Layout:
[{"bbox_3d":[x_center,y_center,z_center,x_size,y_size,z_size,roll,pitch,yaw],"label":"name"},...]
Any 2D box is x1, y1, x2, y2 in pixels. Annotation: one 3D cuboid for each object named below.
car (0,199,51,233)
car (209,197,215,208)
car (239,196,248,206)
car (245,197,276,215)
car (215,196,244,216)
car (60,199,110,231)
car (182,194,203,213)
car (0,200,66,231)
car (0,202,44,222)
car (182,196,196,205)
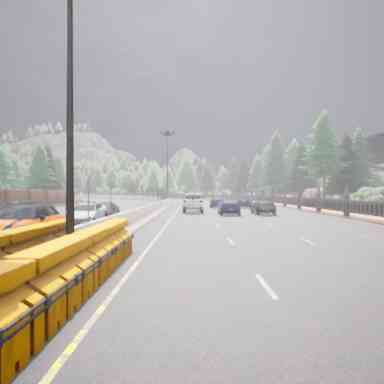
[{"bbox_3d":[-10.577,1.341,20.146,2.097,1.767,4.553,0,0,0],"label":"car"},{"bbox_3d":[3.523,1.454,47.485,1.882,1.535,5.008,0,0,0],"label":"car"},{"bbox_3d":[7.015,1.329,46.951,2.097,1.767,4.553,0,0,0],"label":"car"},{"bbox_3d":[7.055,1.475,33.262,2.128,1.511,4.902,0,0,0],"label":"car"},{"bbox_3d":[3.605,1.461,32.987,1.882,1.535,5.008,0,0,0],"label":"car"},{"bbox_3d":[-6.988,1.423,22.250,1.812,1.442,4.674,1,5,0],"label":"car"},{"bbox_3d":[0.104,1.200,37.518,2.150,2.045,5.566,0,0,0],"label":"car"},{"bbox_3d":[-7.086,1.344,14.009,2.097,1.767,4.553,0,0,0],"label":"car"},{"bbox_3d":[-14.052,1.551,27.301,1.994,1.385,4.181,0,0,0],"label":"car"},{"bbox_3d":[-0.529,1.458,58.745,2.128,1.511,4.902,0,0,-5],"label":"car"}]
